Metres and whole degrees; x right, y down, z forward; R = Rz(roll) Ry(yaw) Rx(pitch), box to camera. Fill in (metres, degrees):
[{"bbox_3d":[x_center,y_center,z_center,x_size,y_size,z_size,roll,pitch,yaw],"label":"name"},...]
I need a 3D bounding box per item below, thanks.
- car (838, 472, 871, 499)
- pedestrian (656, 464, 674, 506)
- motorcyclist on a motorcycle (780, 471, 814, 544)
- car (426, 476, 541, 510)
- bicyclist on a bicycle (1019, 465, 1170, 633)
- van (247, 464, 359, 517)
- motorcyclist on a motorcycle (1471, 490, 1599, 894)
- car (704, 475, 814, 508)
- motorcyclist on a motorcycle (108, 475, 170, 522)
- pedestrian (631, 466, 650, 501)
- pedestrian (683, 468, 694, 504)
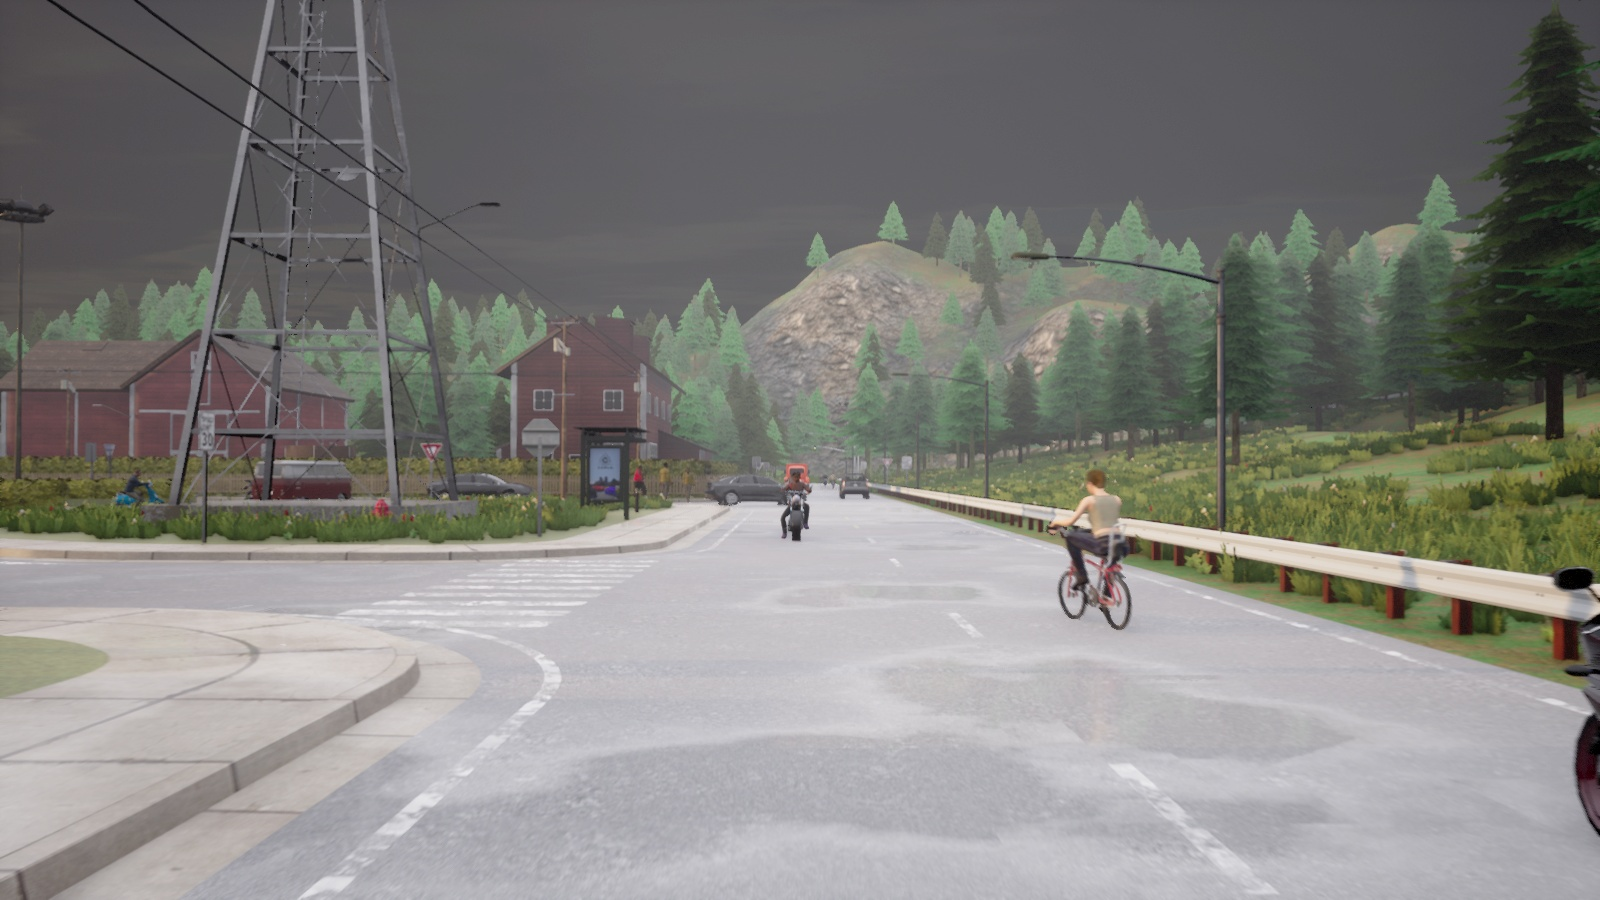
[{"bbox_3d":[3.311,2.147,77.044,1.851,1.617,3.988,0,-1,0],"label":"car"},{"bbox_3d":[-5.909,1.528,55.005,0.431,1.840,0.709,-1,-1,31],"label":"pedestrian"},{"bbox_3d":[-0.073,1.326,29.712,0.766,1.649,2.350,0,-1,0],"label":"motorcyclist on a motorcycle"},{"bbox_3d":[-14.686,1.979,58.481,4.892,1.490,1.837,-1,-1,0],"label":"car"},{"bbox_3d":[3.035,0.988,13.100,0.866,1.612,1.509,-1,-1,-15],"label":"bicyclist on a bicycle"},{"bbox_3d":[-19.595,1.582,49.754,1.775,1.987,4.442,-1,-1,16],"label":"van"},{"bbox_3d":[3.489,0.925,4.600,0.866,1.530,2.191,0,-1,0],"label":"motorcyclist on a motorcycle"},{"bbox_3d":[-1.959,1.944,59.381,4.892,1.490,1.837,0,-1,-15],"label":"car"},{"bbox_3d":[-23.022,1.683,43.734,1.817,1.590,0.866,1,-1,-36],"label":"motorcyclist on a motorcycle"},{"bbox_3d":[-8.367,1.743,65.962,0.899,1.844,0.634,0,-1,5],"label":"pedestrian"},{"bbox_3d":[-5.621,1.812,63.310,0.431,1.840,0.709,0,-1,2],"label":"pedestrian"}]
